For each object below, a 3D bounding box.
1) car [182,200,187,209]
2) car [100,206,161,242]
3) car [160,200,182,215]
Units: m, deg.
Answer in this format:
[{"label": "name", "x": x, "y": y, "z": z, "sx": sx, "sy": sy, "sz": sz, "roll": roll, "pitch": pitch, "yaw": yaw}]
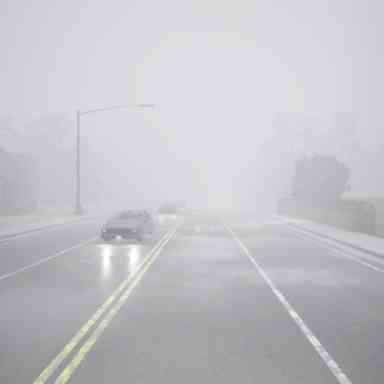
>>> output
[{"label": "car", "x": -1.926, "y": 2.022, "z": 54.744, "sx": 1.837, "sy": 1.490, "sz": 4.892, "roll": 0, "pitch": -6, "yaw": 2}, {"label": "car", "x": -3.111, "y": 1.620, "z": 17.226, "sx": 2.033, "sy": 1.411, "sz": 5.357, "roll": 0, "pitch": 0, "yaw": 2}, {"label": "car", "x": -2.521, "y": 1.715, "z": 36.144, "sx": 1.994, "sy": 1.385, "sz": 4.181, "roll": 0, "pitch": 0, "yaw": 2}]
